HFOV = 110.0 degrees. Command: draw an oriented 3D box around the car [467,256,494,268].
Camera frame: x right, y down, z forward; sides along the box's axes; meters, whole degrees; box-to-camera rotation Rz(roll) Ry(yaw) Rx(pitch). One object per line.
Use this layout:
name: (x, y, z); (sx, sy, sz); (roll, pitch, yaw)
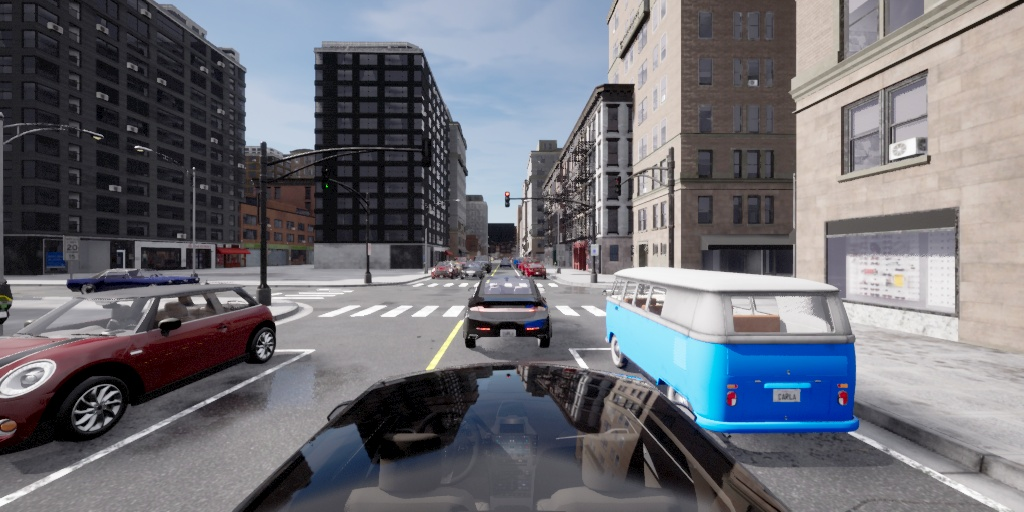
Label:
car: (-3.586, 0.972, 41.801); (2.150, 2.045, 5.566); (0, 0, 0)

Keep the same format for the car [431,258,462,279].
car: (-5.947, 1.190, 31.990); (1.967, 1.591, 4.097); (0, 0, -1)

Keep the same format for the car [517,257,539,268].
car: (1.975, 1.065, 37.549); (2.192, 1.841, 5.009); (0, 0, -1)

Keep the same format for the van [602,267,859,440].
van: (2.584, 1.091, 5.265); (1.690, 1.789, 3.998); (0, 0, -1)

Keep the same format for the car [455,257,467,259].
car: (-6.151, 1.065, 42.806); (2.192, 1.841, 5.009); (0, 0, -1)

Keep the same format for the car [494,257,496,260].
car: (-3.782, 1.296, 52.203); (2.033, 1.411, 5.357); (0, 0, -1)

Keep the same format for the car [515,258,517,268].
car: (1.770, 1.294, 48.367); (1.888, 1.381, 4.507); (0, 0, -1)

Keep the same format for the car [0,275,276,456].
car: (-5.440, 1.190, 5.114); (1.967, 1.591, 4.097); (0, 0, -1)

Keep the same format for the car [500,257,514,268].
car: (-1.131, 1.309, 62.301); (1.994, 1.385, 4.181); (0, 0, -1)

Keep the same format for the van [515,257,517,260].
van: (1.668, 1.089, 53.776); (1.690, 1.789, 3.998); (0, 0, -1)

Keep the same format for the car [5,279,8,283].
car: (-27.472, 1.155, 16.927); (5.357, 1.411, 2.033); (0, 0, -1)

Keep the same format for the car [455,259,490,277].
car: (-3.395, 1.242, 31.638); (2.128, 1.511, 4.902); (0, 0, -1)

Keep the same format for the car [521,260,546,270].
car: (2.077, 1.295, 32.141); (1.888, 1.381, 4.507); (0, 0, -1)

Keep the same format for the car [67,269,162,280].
car: (-17.814, 1.263, 17.114); (4.718, 1.301, 1.895); (0, 0, -1)

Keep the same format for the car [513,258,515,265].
car: (1.566, 1.312, 59.184); (1.948, 1.339, 4.313); (0, 0, -1)

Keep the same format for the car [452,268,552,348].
car: (-0.126, 1.242, 9.200); (2.128, 1.511, 4.902); (0, 0, -1)
